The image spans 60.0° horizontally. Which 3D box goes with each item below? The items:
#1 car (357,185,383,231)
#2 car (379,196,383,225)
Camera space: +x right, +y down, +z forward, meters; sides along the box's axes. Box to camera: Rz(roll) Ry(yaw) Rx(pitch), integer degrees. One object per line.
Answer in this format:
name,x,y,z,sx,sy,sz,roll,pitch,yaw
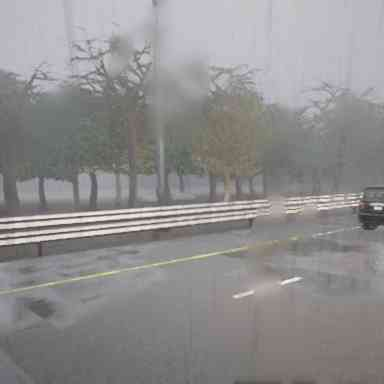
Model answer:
car,9.666,0.652,14.921,5.566,2.045,2.150,-3,2,-35
car,7.299,0.968,8.941,4.553,1.767,2.097,-2,1,-35
